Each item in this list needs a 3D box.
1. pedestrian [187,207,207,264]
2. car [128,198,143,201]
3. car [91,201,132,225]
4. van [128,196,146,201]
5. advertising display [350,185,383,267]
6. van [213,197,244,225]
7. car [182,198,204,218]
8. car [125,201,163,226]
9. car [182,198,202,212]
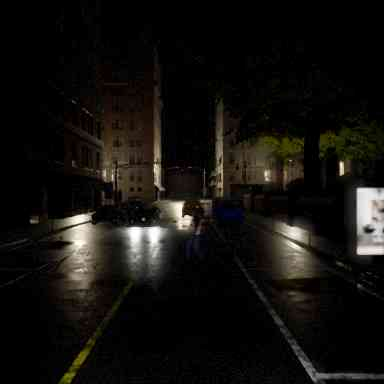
[{"bbox_3d":[0.148,1.290,10.353,0.375,1.860,0.375,0,0,-10],"label":"pedestrian"},{"bbox_3d":[-5.853,1.529,29.591,1.887,1.381,4.507,0,0,0],"label":"car"},{"bbox_3d":[-5.853,1.556,23.932,1.947,1.339,4.313,0,0,0],"label":"car"},{"bbox_3d":[-5.852,1.319,35.251,1.690,1.788,3.998,0,0,0],"label":"van"},{"bbox_3d":[5.632,1.024,10.087,1.540,2.440,0.280,0,0,0],"label":"advertising display"},{"bbox_3d":[2.672,1.331,23.943,1.690,1.788,3.998,0,0,0],"label":"van"},{"bbox_3d":[0.080,1.462,30.177,1.882,1.535,5.008,0,0,1],"label":"car"},{"bbox_3d":[-3.092,1.555,23.135,1.994,1.385,4.181,0,0,0],"label":"car"},{"bbox_3d":[0.001,1.463,39.596,2.128,1.511,4.902,0,0,0],"label":"car"}]
